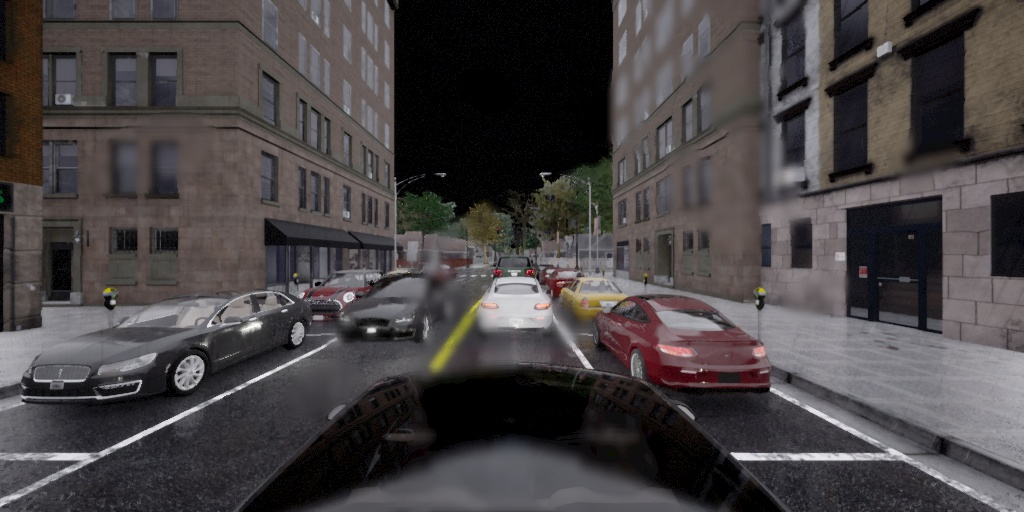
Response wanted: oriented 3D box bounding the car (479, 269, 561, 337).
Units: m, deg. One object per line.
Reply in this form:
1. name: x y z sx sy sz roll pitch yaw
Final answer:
1. car: 0.103 1.277 10.152 1.812 1.442 4.674 0 0 0

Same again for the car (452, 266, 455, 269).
1. car: -5.374 1.342 28.508 1.802 1.307 4.207 0 0 0

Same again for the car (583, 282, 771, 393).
1. car: 2.639 1.332 6.431 1.802 1.307 4.207 0 0 0

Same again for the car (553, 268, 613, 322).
1. car: 2.642 1.277 12.120 1.751 1.417 4.829 0 0 0

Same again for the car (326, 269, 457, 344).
1. car: -2.846 1.256 9.707 1.837 1.490 4.892 0 0 0

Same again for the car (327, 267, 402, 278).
1. car: -5.383 1.192 11.951 1.967 1.591 4.097 0 0 0

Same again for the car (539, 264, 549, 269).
1. car: 2.648 1.339 22.986 1.802 1.307 4.207 0 0 0

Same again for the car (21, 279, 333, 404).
1. car: -5.386 1.300 6.433 2.007 1.370 4.403 0 0 0

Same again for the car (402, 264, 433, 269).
1. car: -5.380 1.280 17.300 1.751 1.417 4.829 0 0 0

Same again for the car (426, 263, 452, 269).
1. car: -5.377 1.197 22.989 1.967 1.591 4.097 0 0 0

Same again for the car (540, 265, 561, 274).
1. car: 2.645 1.299 17.468 1.888 1.381 4.507 0 0 0

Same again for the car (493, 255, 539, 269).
1. car: 0.110 0.978 19.915 2.150 2.045 5.566 0 0 0
